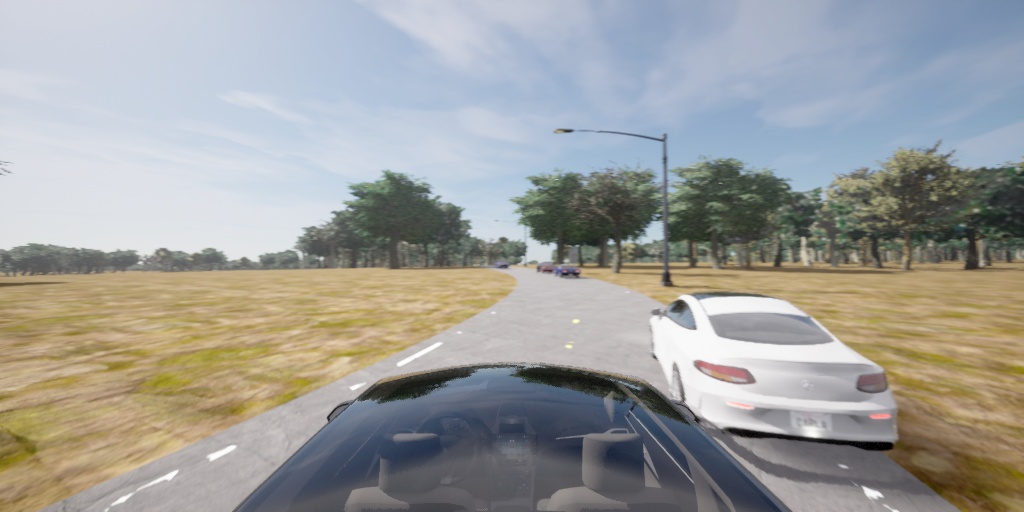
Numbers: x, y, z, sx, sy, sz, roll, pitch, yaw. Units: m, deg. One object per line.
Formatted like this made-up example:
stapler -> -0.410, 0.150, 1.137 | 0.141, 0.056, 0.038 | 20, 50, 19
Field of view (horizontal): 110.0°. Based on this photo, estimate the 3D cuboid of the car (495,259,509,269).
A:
car -> -1.768, 1.356, 62.584 | 2.097, 1.767, 4.553 | 0, -1, -9

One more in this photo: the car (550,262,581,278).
car -> 5.274, 1.441, 34.941 | 1.895, 1.301, 4.718 | 0, 0, -3

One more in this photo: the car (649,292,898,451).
car -> 3.163, 1.250, 5.283 | 1.812, 1.442, 4.674 | -1, -1, 16

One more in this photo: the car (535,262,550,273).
car -> 4.274, 1.436, 44.955 | 1.994, 1.385, 4.181 | 0, 0, -9
